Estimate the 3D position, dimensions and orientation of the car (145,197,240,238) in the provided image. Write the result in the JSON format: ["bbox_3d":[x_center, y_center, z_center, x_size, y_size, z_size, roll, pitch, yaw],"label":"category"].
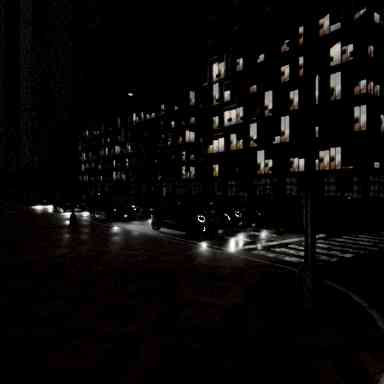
[{"bbox_3d":[-0.131,1.124,16.456,2.097,1.767,4.553,0,1,-38],"label":"car"}]

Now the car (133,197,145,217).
[{"bbox_3d":[-4.022,1.126,26.621,2.033,1.411,5.357,0,1,-38],"label":"car"}]

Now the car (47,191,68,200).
[{"bbox_3d":[-22.630,0.541,55.854,1.895,1.301,4.718,0,1,-38],"label":"car"}]

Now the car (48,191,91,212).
[{"bbox_3d":[-11.435,0.943,30.782,1.837,1.490,4.892,0,1,-38],"label":"car"}]

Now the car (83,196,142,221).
[{"bbox_3d":[-5.709,1.208,23.514,1.895,1.301,4.718,0,1,-38],"label":"car"}]

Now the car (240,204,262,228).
[{"bbox_3d":[1.855,1.104,19.187,2.097,1.767,4.553,0,1,-38],"label":"car"}]

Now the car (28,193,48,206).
[{"bbox_3d":[-17.637,0.817,38.719,1.994,1.385,4.181,0,1,-37],"label":"car"}]

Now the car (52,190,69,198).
[{"bbox_3d":[-25.607,0.296,64.901,1.812,1.442,4.674,0,1,-38],"label":"car"}]
